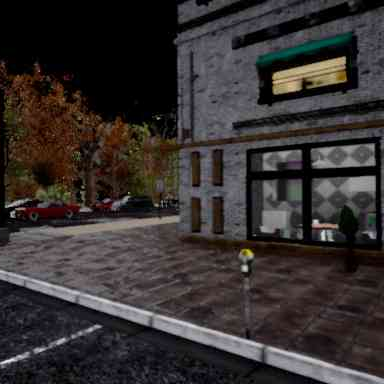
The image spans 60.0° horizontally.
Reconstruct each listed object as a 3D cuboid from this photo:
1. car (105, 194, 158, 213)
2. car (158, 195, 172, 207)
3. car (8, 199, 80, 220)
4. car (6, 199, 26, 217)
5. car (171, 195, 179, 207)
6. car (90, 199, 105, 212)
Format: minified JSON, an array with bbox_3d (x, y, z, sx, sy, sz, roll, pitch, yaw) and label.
[{"bbox_3d":[-6.023,1.099,33.665,2.097,1.767,4.553,-1,0,37],"label":"car"},{"bbox_3d":[-2.496,1.176,43.781,2.128,1.511,4.902,-1,0,37],"label":"car"},{"bbox_3d":[-11.480,1.441,26.373,1.895,1.301,4.718,-1,0,37],"label":"car"},{"bbox_3d":[-14.092,1.385,28.314,1.837,1.490,4.892,-1,0,37],"label":"car"},{"bbox_3d":[0.022,1.150,41.719,1.837,1.490,4.892,-1,0,37],"label":"car"},{"bbox_3d":[-8.750,1.354,35.440,1.994,1.385,4.181,-1,0,37],"label":"car"}]
